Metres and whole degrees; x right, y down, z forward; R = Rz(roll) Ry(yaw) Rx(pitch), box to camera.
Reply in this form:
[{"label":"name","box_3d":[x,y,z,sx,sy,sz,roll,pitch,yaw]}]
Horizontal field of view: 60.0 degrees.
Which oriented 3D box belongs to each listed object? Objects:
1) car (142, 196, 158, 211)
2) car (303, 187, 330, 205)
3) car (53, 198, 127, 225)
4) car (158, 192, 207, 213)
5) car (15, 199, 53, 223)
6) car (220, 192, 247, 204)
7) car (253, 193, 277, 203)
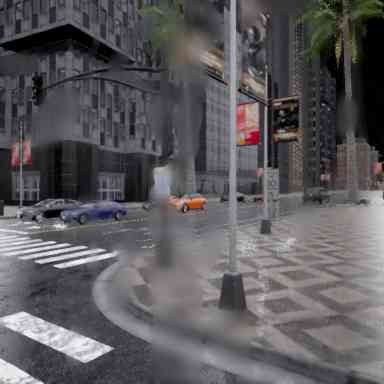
[{"label":"car","box_3d":[-2.835,1.042,32.648,1.812,1.442,4.674,0,1,35]},{"label":"car","box_3d":[15.536,0.455,41.369,2.150,2.045,5.566,0,1,35]},{"label":"car","box_3d":[-6.381,1.237,21.996,1.812,1.442,4.674,0,1,36]},{"label":"car","box_3d":[-0.576,0.886,30.211,2.097,1.767,4.553,0,1,35]},{"label":"car","box_3d":[-9.606,1.214,23.112,2.128,1.511,4.902,0,1,36]},{"label":"car","box_3d":[5.530,0.750,44.412,1.882,1.535,5.008,0,1,36]},{"label":"car","box_3d":[9.963,0.828,45.019,1.895,1.301,4.718,0,1,36]}]
